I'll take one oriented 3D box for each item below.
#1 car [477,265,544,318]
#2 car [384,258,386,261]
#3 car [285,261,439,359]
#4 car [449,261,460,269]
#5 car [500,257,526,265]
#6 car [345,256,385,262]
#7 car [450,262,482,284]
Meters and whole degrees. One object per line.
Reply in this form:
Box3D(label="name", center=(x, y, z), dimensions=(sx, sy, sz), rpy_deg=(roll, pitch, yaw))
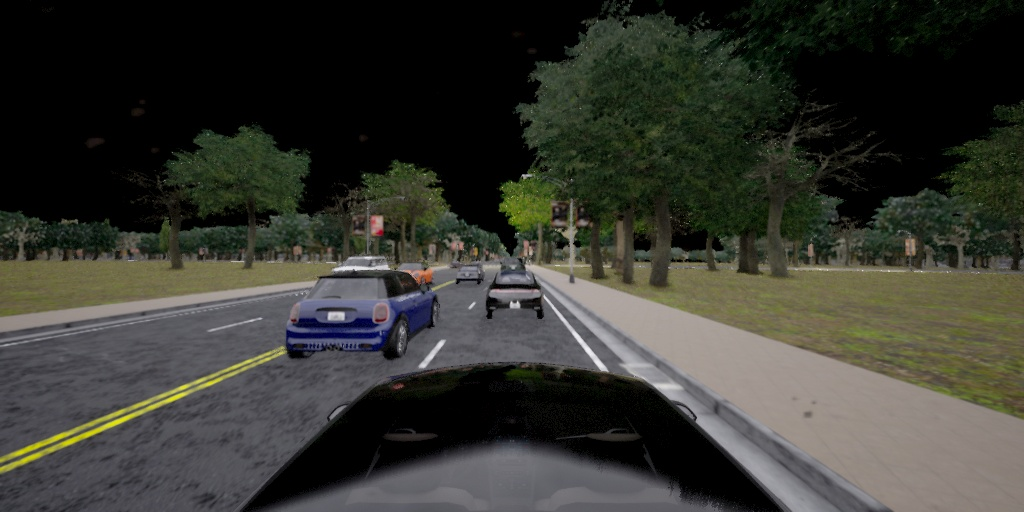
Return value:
Box3D(label="car", center=(0.095, 1.264, 13.022), dimensions=(2.128, 1.511, 4.902), rpy_deg=(0, 0, 0))
Box3D(label="car", center=(-6.600, 1.168, 23.818), dimensions=(2.097, 1.767, 4.553), rpy_deg=(0, 0, 0))
Box3D(label="car", center=(-3.161, 1.111, 8.588), dimensions=(2.097, 1.767, 4.553), rpy_deg=(0, 0, 0))
Box3D(label="car", center=(-9.787, 1.599, 62.931), dimensions=(1.994, 1.385, 4.181), rpy_deg=(0, 0, 1))
Box3D(label="car", center=(0.100, 1.083, 32.222), dimensions=(2.150, 2.045, 5.566), rpy_deg=(0, 0, 0))
Box3D(label="car", center=(-9.850, 1.037, 23.660), dimensions=(2.150, 2.045, 5.566), rpy_deg=(0, 0, 0))
Box3D(label="car", center=(-3.153, 1.384, 27.723), dimensions=(2.033, 1.411, 5.357), rpy_deg=(0, 0, 0))
